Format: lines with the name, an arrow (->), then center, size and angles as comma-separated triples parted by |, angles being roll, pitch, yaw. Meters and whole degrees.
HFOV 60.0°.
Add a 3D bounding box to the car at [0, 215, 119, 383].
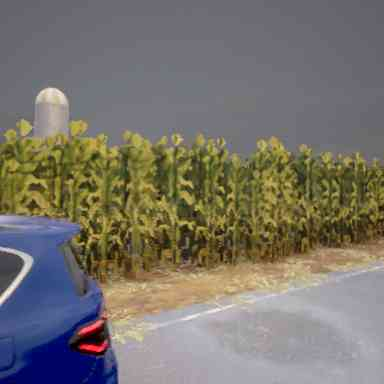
car -> -3.178, 1.216, 1.725 | 5.566, 2.045, 2.150 | 0, 0, -36
